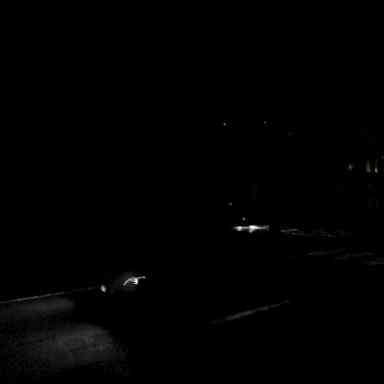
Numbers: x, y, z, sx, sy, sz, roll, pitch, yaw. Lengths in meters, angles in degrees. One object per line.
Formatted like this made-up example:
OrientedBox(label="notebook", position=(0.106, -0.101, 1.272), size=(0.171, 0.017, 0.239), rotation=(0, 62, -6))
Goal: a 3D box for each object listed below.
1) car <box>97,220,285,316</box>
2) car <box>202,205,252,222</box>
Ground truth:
OrientedBox(label="car", position=(0.211, 1.593, 7.708), size=(4.674, 1.442, 1.812), rotation=(1, 0, -36))
OrientedBox(label="car", position=(2.509, 1.695, 25.040), size=(1.994, 1.385, 4.181), rotation=(0, 0, -35))
